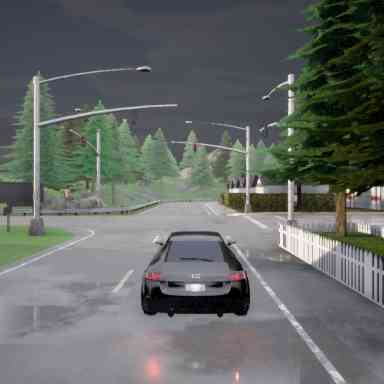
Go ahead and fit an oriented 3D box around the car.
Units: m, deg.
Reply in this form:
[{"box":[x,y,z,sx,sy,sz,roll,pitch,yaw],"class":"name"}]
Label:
[{"box":[0.075,1.564,7.553,1.994,1.385,4.181,0,0,1],"class":"car"}]
